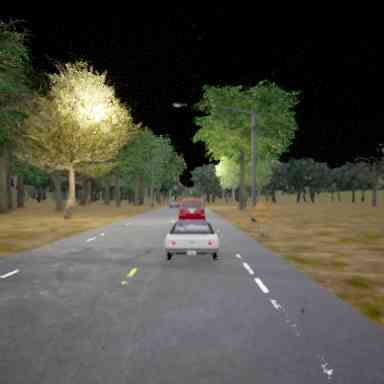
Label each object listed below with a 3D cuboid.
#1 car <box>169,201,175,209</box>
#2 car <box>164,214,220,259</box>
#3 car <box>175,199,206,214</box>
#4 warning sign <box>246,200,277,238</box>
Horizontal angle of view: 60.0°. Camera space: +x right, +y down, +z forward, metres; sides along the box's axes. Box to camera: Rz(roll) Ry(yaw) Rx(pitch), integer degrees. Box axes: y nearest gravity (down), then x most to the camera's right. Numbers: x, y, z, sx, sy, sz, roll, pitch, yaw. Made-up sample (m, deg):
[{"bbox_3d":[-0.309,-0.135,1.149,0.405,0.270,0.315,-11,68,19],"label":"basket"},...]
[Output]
[{"bbox_3d":[-3.541,2.627,65.410,1.837,1.490,4.892,0,-1,0],"label":"car"},{"bbox_3d":[0.015,1.769,13.299,1.895,1.301,4.718,0,-1,1],"label":"car"},{"bbox_3d":[0.001,1.623,27.654,2.150,2.045,5.566,0,-1,0],"label":"car"},{"bbox_3d":[3.529,1.335,16.928,1.300,1.860,1.060,-1,-2,0],"label":"warning sign"}]
